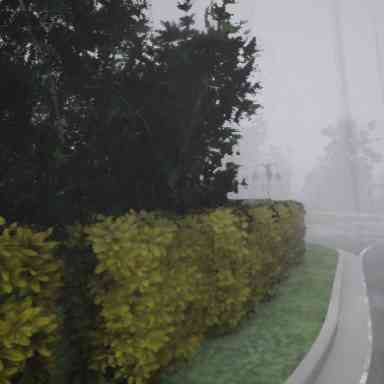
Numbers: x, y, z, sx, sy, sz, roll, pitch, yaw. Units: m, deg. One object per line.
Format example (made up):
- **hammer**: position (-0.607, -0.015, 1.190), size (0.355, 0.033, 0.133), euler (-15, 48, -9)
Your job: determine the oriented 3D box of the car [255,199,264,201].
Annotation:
- **car**: position (2.410, 1.475, 20.178), size (5.566, 2.045, 2.150), euler (-1, -1, 7)
